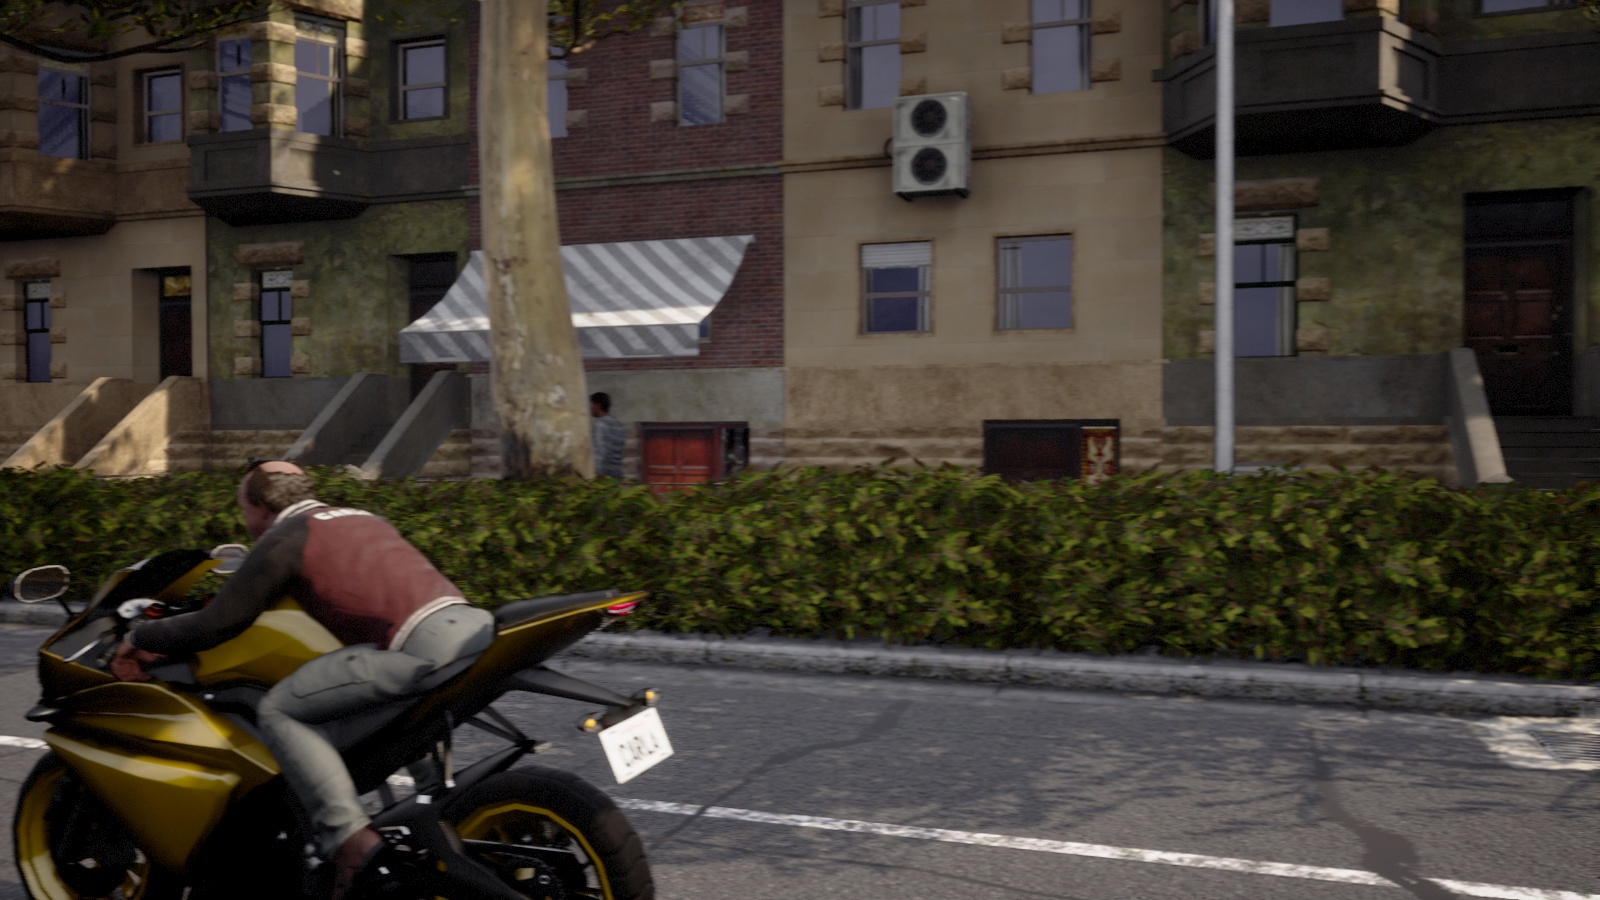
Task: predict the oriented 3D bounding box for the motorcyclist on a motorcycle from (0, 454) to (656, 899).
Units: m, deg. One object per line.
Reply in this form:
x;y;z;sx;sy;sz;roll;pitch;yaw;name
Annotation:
-1.612;0.796;3.736;2.191;1.530;0.866;1;1;19;motorcyclist on a motorcycle

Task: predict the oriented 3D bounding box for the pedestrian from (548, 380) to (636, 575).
-2.127;0.269;12.873;0.788;1.949;0.423;1;1;25;pedestrian
